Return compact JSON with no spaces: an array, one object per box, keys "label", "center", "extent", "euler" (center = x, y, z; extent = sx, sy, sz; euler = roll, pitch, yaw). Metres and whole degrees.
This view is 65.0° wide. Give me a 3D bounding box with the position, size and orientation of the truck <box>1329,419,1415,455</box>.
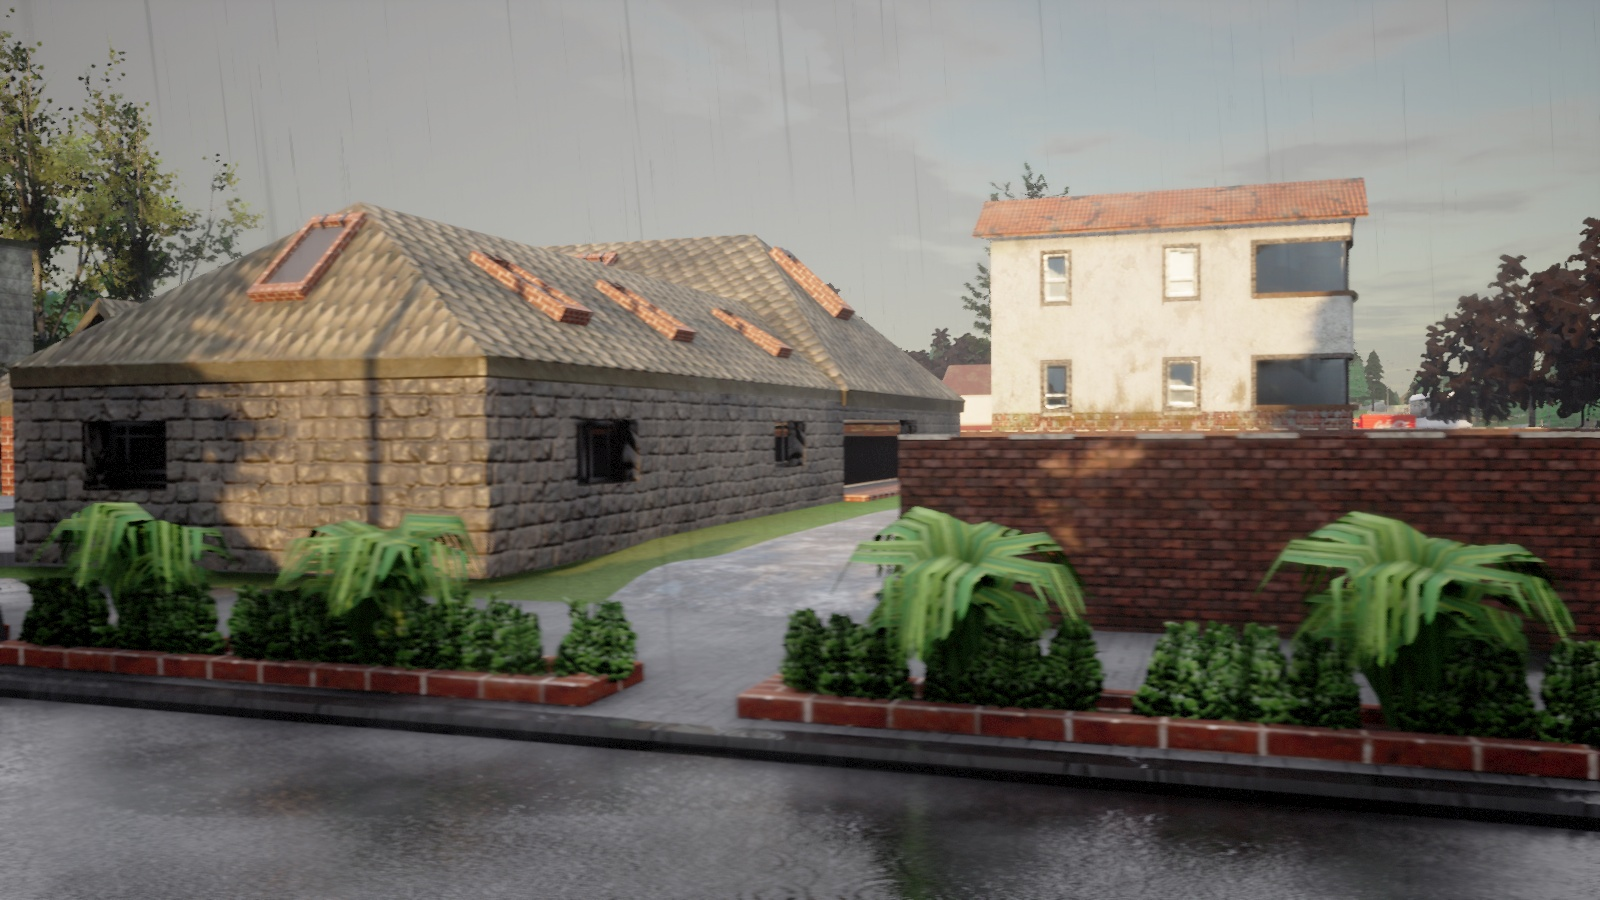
[{"label":"truck","center":[39.549,-0.916,86.973],"extent":[5.204,2.467,2.627],"euler":[1,1,20]}]
